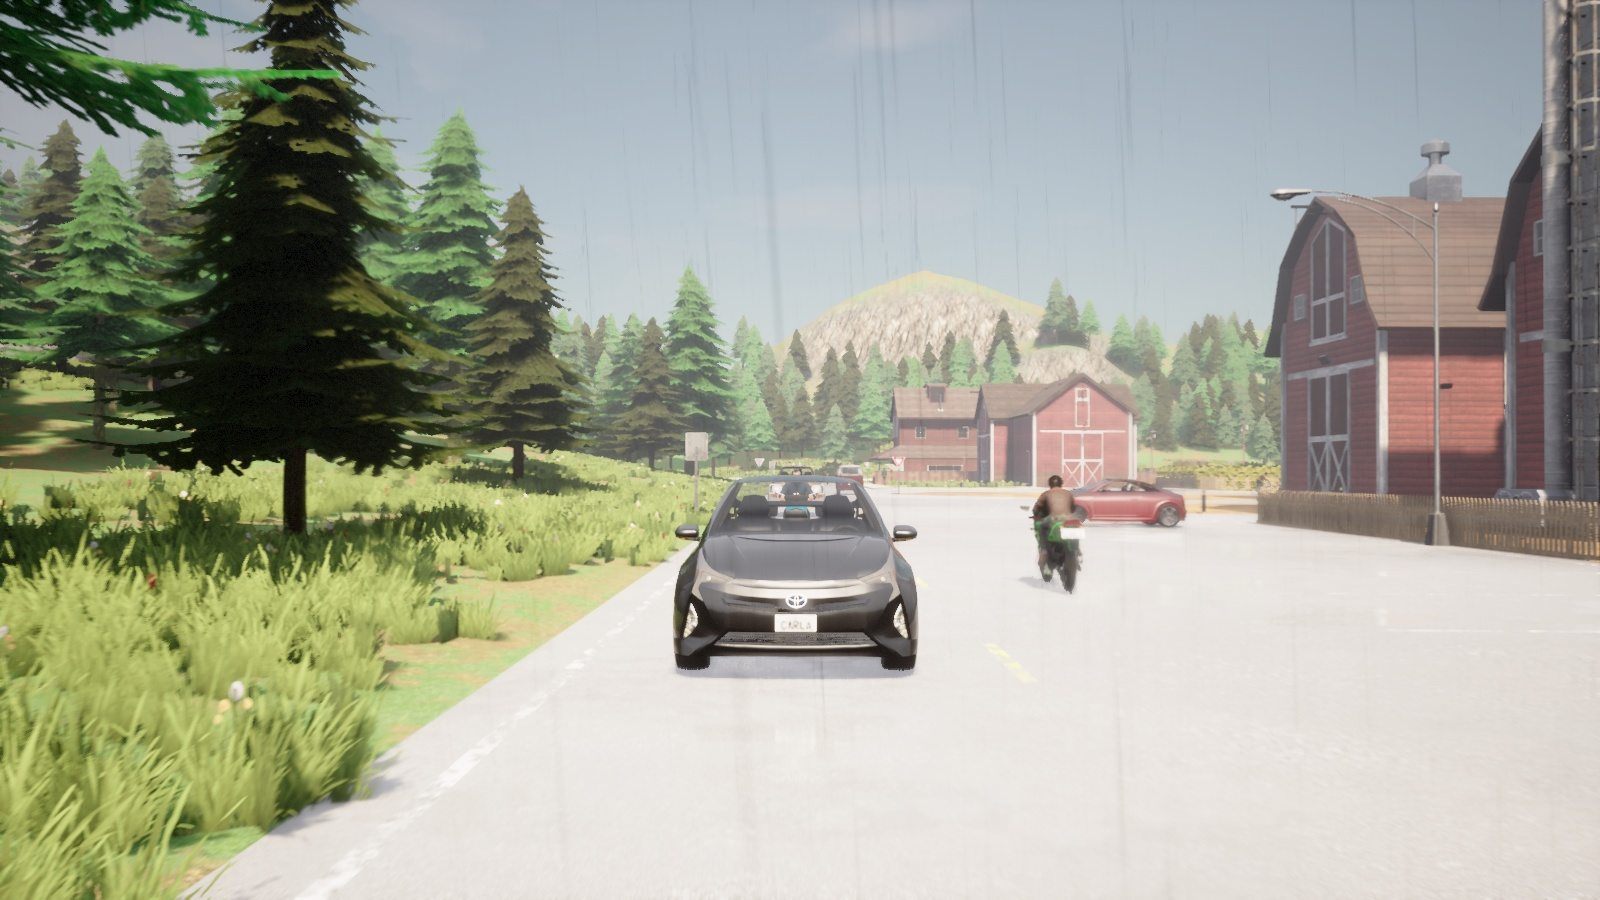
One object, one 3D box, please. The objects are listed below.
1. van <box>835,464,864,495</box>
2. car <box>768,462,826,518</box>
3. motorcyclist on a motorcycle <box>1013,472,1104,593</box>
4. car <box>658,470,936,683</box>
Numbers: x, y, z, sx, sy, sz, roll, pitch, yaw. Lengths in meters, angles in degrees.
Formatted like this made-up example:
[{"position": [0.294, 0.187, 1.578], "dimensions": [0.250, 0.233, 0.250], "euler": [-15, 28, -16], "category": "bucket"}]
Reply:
[{"position": [3.295, 1.968, 84.437], "dimensions": [1.775, 1.987, 4.442], "euler": [0, -1, 0], "category": "van"}, {"position": [-0.107, 1.368, 43.951], "dimensions": [1.932, 1.855, 4.605], "euler": [0, -1, 0], "category": "car"}, {"position": [3.458, 1.068, 17.007], "dimensions": [0.797, 1.523, 2.044], "euler": [0, -1, 0], "category": "motorcyclist on a motorcycle"}, {"position": [-0.028, 0.951, 11.341], "dimensions": [2.007, 1.525, 4.514], "euler": [0, -1, 0], "category": "car"}]
